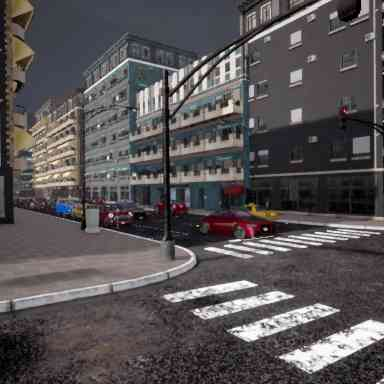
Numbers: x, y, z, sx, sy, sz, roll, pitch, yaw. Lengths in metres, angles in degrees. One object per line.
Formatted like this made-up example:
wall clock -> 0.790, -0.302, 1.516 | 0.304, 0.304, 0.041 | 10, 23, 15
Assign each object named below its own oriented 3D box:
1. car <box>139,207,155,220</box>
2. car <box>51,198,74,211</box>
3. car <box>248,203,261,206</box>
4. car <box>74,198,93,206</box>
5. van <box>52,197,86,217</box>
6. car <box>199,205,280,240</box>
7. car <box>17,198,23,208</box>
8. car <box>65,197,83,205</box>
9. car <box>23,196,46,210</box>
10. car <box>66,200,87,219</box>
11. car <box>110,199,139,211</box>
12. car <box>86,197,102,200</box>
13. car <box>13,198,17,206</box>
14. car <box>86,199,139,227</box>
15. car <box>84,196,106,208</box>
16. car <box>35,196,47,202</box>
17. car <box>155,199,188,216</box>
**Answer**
car -> -5.497, 1.629, 28.017 | 2.033, 1.411, 5.357 | -1, 0, -35
car -> -17.671, 1.640, 45.170 | 1.837, 1.490, 4.892 | -1, 1, -35
car -> 4.148, 1.498, 24.471 | 1.752, 1.417, 4.829 | -1, 1, -36
car -> -18.261, 1.643, 55.862 | 1.947, 1.339, 4.313 | -1, 1, -36
van -> -12.222, 1.483, 32.975 | 1.690, 1.788, 3.998 | -1, 1, -36
car -> 2.265, 1.610, 17.468 | 1.994, 1.385, 4.181 | -1, 1, -39
car -> -25.081, 1.769, 50.994 | 1.947, 1.339, 4.313 | -1, 1, -36
car -> -21.477, 1.645, 60.367 | 2.008, 1.369, 4.403 | -1, 1, -36
car -> -21.868, 1.628, 46.489 | 1.967, 1.590, 4.097 | -1, 1, -36
car -> -8.905, 1.652, 28.334 | 1.752, 1.417, 4.829 | -1, 1, -36
car -> -8.615, 1.581, 42.349 | 2.008, 1.369, 4.403 | -1, 1, -36
car -> -11.731, 1.615, 36.765 | 1.837, 1.490, 4.892 | -1, 0, -35
car -> -31.512, 1.782, 60.003 | 1.887, 1.381, 4.507 | -1, 1, -36
car -> -5.790, 1.553, 23.968 | 1.967, 1.590, 4.097 | -1, 1, -36
car -> -15.047, 1.502, 51.357 | 1.967, 1.590, 4.097 | -1, 1, -36
car -> -37.554, 1.728, 82.889 | 1.887, 1.381, 4.507 | -1, 1, -36
car -> -2.185, 1.441, 33.340 | 1.967, 1.590, 4.097 | -1, 1, -36
